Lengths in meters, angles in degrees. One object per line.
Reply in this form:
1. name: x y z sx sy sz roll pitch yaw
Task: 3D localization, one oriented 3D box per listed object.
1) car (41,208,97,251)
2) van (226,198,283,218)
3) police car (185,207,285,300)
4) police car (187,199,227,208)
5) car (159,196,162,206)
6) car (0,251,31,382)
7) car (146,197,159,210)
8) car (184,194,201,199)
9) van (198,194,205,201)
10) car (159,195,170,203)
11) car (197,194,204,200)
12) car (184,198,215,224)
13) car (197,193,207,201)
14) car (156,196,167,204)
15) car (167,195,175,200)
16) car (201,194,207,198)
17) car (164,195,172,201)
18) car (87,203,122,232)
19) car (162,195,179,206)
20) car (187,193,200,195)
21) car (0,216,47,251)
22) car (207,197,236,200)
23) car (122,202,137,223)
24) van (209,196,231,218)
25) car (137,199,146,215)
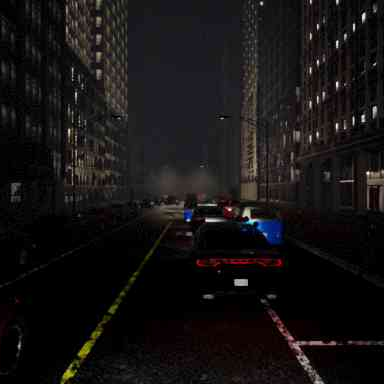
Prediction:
1. car: -5.737 1.563 14.094 1.947 1.339 4.313 -1 0 0
2. van: 2.641 1.338 14.119 1.690 1.788 3.998 -1 0 0
3. police car: 0.877 1.423 8.569 1.930 1.638 5.238 0 0 0
4. police car: 0.847 1.421 18.570 1.930 1.638 5.238 0 0 0
5. car: -5.856 1.538 53.879 2.008 1.369 4.403 -1 0 0
6. car: -3.108 1.563 2.612 1.994 1.385 4.181 0 0 0
7. car: -5.823 1.541 42.512 2.008 1.369 4.403 -1 0 0
8. car: -0.121 1.467 45.610 1.882 1.535 5.008 0 0 0
9. van: 2.420 1.317 88.006 1.690 1.788 3.998 -1 0 0
10. car: -5.909 1.422 70.929 1.967 1.590 4.097 -1 0 0
11. car: 2.404 1.414 93.690 1.967 1.590 4.097 -1 0 0
12. car: 0.572 1.472 24.558 1.882 1.535 5.008 0 0 6
13. car: 2.436 1.293 82.323 2.192 1.841 5.009 -1 0 0
14. car: -5.890 1.566 65.246 1.802 1.307 4.206 -1 0 0
15. car: -5.976 1.540 93.665 1.947 1.339 4.313 -1 0 0
16. car: 2.524 1.538 53.904 2.008 1.369 4.403 -1 0 0
17. car: -5.941 1.504 82.127 1.752 1.417 4.829 -1 0 0
18. car: -5.754 1.540 19.777 1.887 1.381 4.507 -1 0 0
19. car: -3.156 1.339 53.356 2.097 1.767 4.553 0 0 0
20. car: -0.175 1.207 59.499 2.150 2.045 5.566 0 0 0
21. car: -5.720 1.549 8.410 2.008 1.369 4.403 -1 0 0
22. car: 2.607 1.309 25.486 2.192 1.841 5.009 -1 0 0
23. car: -5.772 1.545 25.461 2.008 1.369 4.403 -1 0 0
24. van: 2.590 1.334 31.170 1.690 1.788 3.998 -1 0 0
25. car: -5.788 1.575 31.145 1.802 1.307 4.206 -1 0 0
